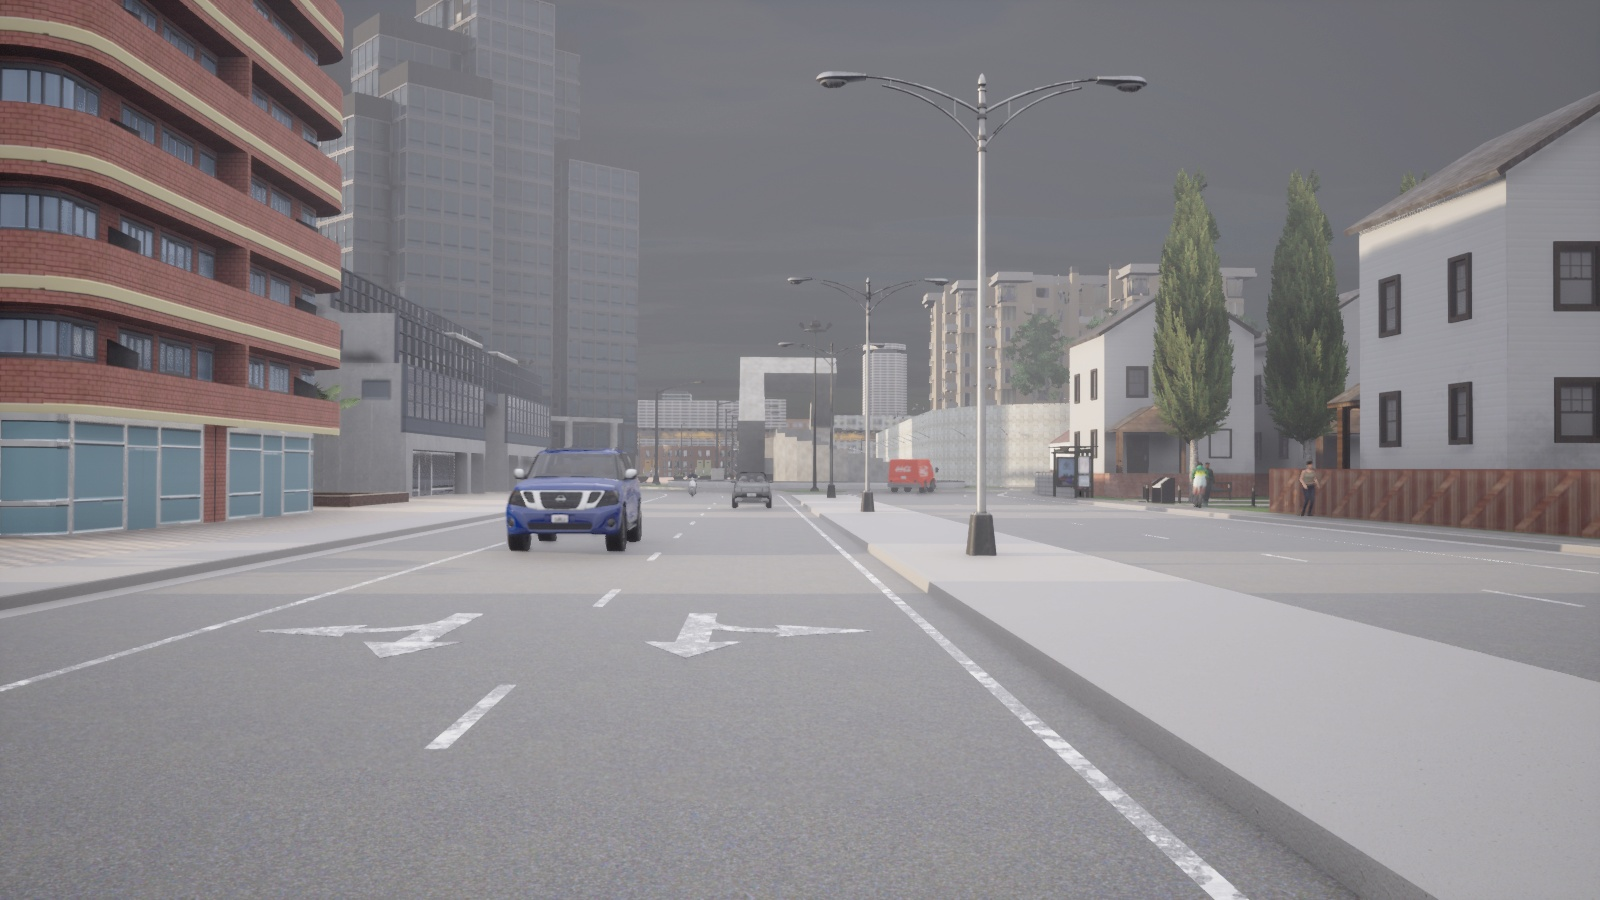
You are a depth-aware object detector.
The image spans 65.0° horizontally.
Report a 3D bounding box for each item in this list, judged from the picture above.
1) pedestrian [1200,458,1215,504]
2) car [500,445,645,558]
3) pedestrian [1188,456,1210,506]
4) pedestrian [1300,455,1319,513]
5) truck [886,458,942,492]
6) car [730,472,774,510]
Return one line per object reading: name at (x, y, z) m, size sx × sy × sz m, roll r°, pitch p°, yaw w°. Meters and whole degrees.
pedestrian at (16.568, 1.259, 51.059) m, size 0.353 × 1.847 × 0.614 m, roll 0°, pitch -1°, yaw -2°
car at (-4.476, 0.980, 25.607) m, size 2.150 × 2.045 × 5.566 m, roll 0°, pitch -1°, yaw -2°
pedestrian at (15.918, 1.240, 50.134) m, size 0.659 × 1.952 × 0.873 m, roll 0°, pitch -1°, yaw 6°
pedestrian at (16.297, 1.077, 40.147) m, size 0.345 × 1.836 × 0.594 m, roll 0°, pitch -1°, yaw -1°
truck at (8.467, 1.848, 92.809) m, size 2.627 × 2.467 × 5.204 m, roll -1°, pitch -1°, yaw 22°
car at (-2.012, 1.689, 52.981) m, size 1.789 × 1.549 × 3.705 m, roll 0°, pitch -1°, yaw -2°
